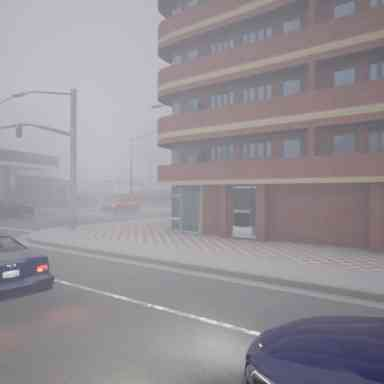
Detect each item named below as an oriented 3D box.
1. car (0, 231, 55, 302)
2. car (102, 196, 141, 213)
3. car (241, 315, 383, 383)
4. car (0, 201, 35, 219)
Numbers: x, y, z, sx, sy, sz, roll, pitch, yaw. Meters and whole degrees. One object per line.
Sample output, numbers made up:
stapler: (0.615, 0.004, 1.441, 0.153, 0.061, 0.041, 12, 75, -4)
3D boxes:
car: (-5.269, 1.545, 7.650, 5.357, 1.411, 2.033, 0, 0, 38)
car: (-7.927, 1.371, 37.384, 2.097, 1.767, 4.553, 0, 0, 34)
car: (2.581, 1.537, 2.152, 4.674, 1.442, 1.812, 0, 0, 35)
car: (-15.215, 1.469, 26.587, 1.882, 1.535, 5.008, 0, 0, 34)
